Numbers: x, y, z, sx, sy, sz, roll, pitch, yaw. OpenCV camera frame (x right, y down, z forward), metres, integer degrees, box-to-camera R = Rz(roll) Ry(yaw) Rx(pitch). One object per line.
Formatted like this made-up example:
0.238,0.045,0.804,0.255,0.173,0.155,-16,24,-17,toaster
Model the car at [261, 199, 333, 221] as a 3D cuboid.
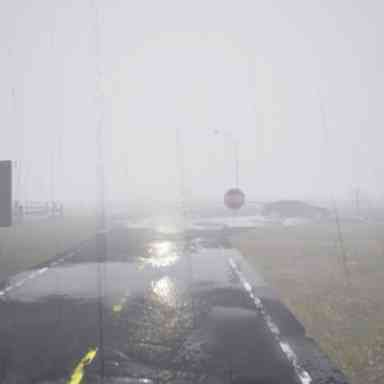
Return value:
7.501,1.278,24.012,4.892,1.490,1.837,-1,-1,20,car
